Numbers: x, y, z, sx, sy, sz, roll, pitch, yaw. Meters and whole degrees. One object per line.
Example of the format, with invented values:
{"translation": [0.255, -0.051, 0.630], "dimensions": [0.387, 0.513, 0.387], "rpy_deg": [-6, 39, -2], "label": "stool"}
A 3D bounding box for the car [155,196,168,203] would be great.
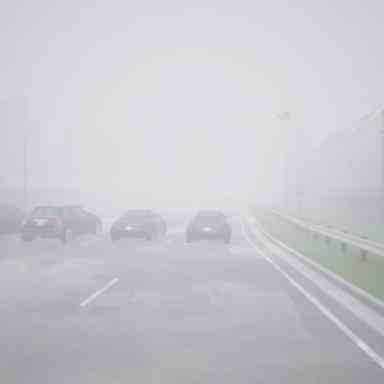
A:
{"translation": [-6.386, 1.492, 70.217], "dimensions": [1.895, 1.301, 4.718], "rpy_deg": [0, 0, 7], "label": "car"}

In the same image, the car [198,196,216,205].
{"translation": [2.755, 1.669, 58.958], "dimensions": [1.895, 1.301, 4.718], "rpy_deg": [0, 0, 7], "label": "car"}

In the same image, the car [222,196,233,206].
{"translation": [6.170, 1.565, 58.070], "dimensions": [2.128, 1.511, 4.902], "rpy_deg": [0, 0, 7], "label": "car"}

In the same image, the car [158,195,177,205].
{"translation": [-4.188, 1.658, 59.849], "dimensions": [1.895, 1.301, 4.718], "rpy_deg": [0, 0, 7], "label": "car"}

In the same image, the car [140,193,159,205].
{"translation": [-7.712, 1.273, 59.882], "dimensions": [2.150, 2.045, 5.566], "rpy_deg": [0, 0, 7], "label": "car"}

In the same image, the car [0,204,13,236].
{"translation": [-9.630, 1.353, 16.663], "dimensions": [2.097, 1.767, 4.553], "rpy_deg": [0, 0, 7], "label": "car"}

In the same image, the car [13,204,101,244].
{"translation": [-6.157, 1.359, 16.216], "dimensions": [2.097, 1.767, 4.553], "rpy_deg": [0, 0, 7], "label": "car"}

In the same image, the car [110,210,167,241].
{"translation": [-2.557, 1.578, 16.782], "dimensions": [1.994, 1.385, 4.181], "rpy_deg": [0, 0, 7], "label": "car"}

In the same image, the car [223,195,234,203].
{"translation": [7.496, 1.498, 68.405], "dimensions": [2.128, 1.511, 4.902], "rpy_deg": [0, 0, 7], "label": "car"}

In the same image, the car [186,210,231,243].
{"translation": [0.911, 1.583, 16.313], "dimensions": [1.994, 1.385, 4.181], "rpy_deg": [0, 0, 7], "label": "car"}

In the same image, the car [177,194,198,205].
{"translation": [-0.774, 1.554, 58.961], "dimensions": [2.128, 1.511, 4.902], "rpy_deg": [0, 0, 7], "label": "car"}
